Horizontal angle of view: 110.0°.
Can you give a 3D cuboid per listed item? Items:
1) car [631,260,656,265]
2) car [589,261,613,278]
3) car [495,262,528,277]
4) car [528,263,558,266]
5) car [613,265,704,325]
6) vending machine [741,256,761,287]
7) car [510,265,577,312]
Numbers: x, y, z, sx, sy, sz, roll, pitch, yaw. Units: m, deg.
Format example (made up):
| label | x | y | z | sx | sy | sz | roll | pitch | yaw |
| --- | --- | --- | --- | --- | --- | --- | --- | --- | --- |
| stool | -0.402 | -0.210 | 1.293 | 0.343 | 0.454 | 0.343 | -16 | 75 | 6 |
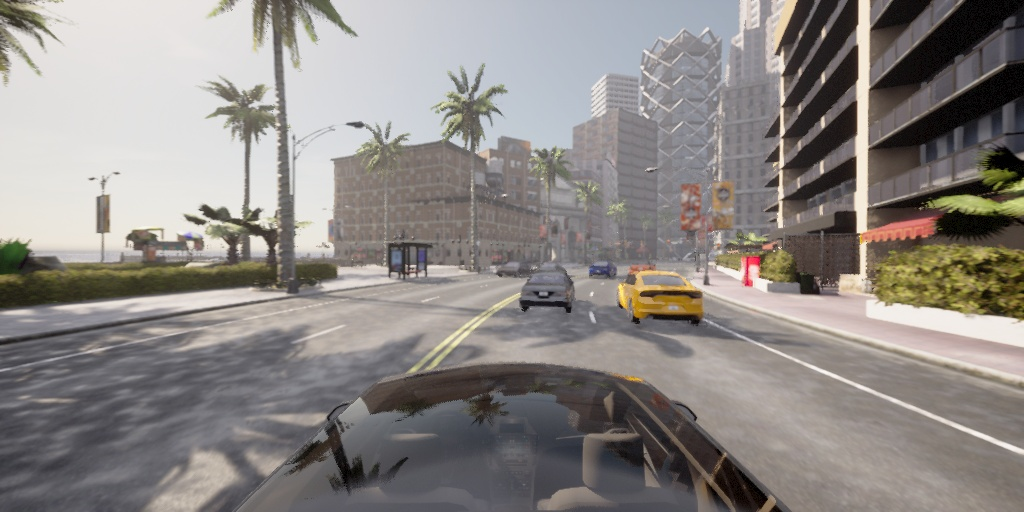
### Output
| label | x | y | z | sx | sy | sz | roll | pitch | yaw |
| --- | --- | --- | --- | --- | --- | --- | --- | --- | --- |
| car | 12.074 | 1.116 | 33.054 | 2.097 | 1.767 | 4.553 | 0 | 0 | 26 |
| car | 8.760 | 1.217 | 34.285 | 1.882 | 1.535 | 5.008 | 0 | 0 | 26 |
| car | 0.363 | 1.234 | 33.541 | 2.033 | 1.411 | 5.357 | 0 | 0 | 24 |
| car | 3.347 | 1.275 | 31.562 | 1.994 | 1.385 | 4.181 | 0 | 0 | 24 |
| car | 4.737 | 1.237 | 12.055 | 1.882 | 1.535 | 5.008 | 0 | 0 | 9 |
| vending machine | 15.118 | 1.000 | 22.697 | 1.100 | 2.100 | 0.880 | 0 | 0 | 22 |
| car | 1.526 | 1.282 | 14.256 | 2.033 | 1.411 | 5.357 | 0 | 0 | 11 |
